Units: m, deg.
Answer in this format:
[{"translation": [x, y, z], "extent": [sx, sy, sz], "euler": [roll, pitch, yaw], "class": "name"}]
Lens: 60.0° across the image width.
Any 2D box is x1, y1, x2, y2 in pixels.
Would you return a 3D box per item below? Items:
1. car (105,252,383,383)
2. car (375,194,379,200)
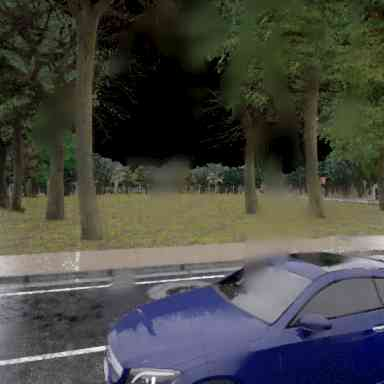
[{"translation": [1.356, 1.526, 4.053], "extent": [4.674, 1.442, 1.812], "euler": [0, 0, -19], "class": "car"}, {"translation": [45.225, 1.253, 80.036], "extent": [1.994, 1.385, 4.181], "euler": [0, 0, 5], "class": "car"}]
